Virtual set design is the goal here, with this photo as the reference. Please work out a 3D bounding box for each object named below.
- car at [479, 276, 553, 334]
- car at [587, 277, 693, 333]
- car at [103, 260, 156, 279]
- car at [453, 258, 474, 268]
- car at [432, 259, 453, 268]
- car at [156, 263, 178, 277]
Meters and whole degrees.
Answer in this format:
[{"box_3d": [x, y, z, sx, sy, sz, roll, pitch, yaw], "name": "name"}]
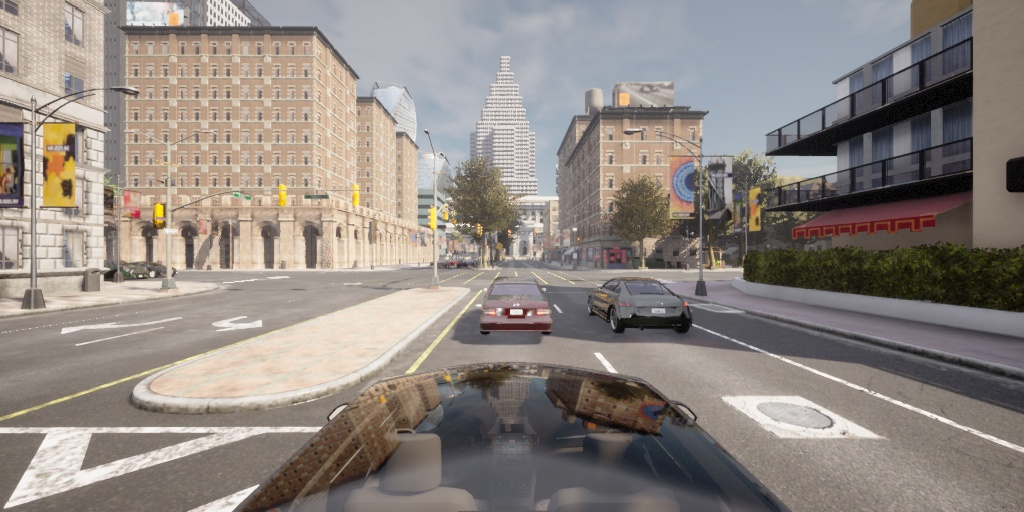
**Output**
[{"box_3d": [0.091, 1.297, 10.530, 2.033, 1.411, 5.357, 0, 0, 0], "name": "car"}, {"box_3d": [3.589, 1.314, 10.790, 1.994, 1.385, 4.181, 0, 0, 0], "name": "car"}, {"box_3d": [-33.351, 1.102, 30.018, 4.553, 1.767, 2.097, 0, 0, 0], "name": "car"}, {"box_3d": [-8.129, 1.351, 60.388, 1.895, 1.301, 4.718, 0, 0, 0], "name": "car"}, {"box_3d": [-11.630, 1.276, 60.266, 1.812, 1.442, 4.674, 0, 0, 0], "name": "car"}, {"box_3d": [-34.193, 1.255, 33.513, 4.892, 1.490, 1.837, 0, 0, 0], "name": "car"}]
